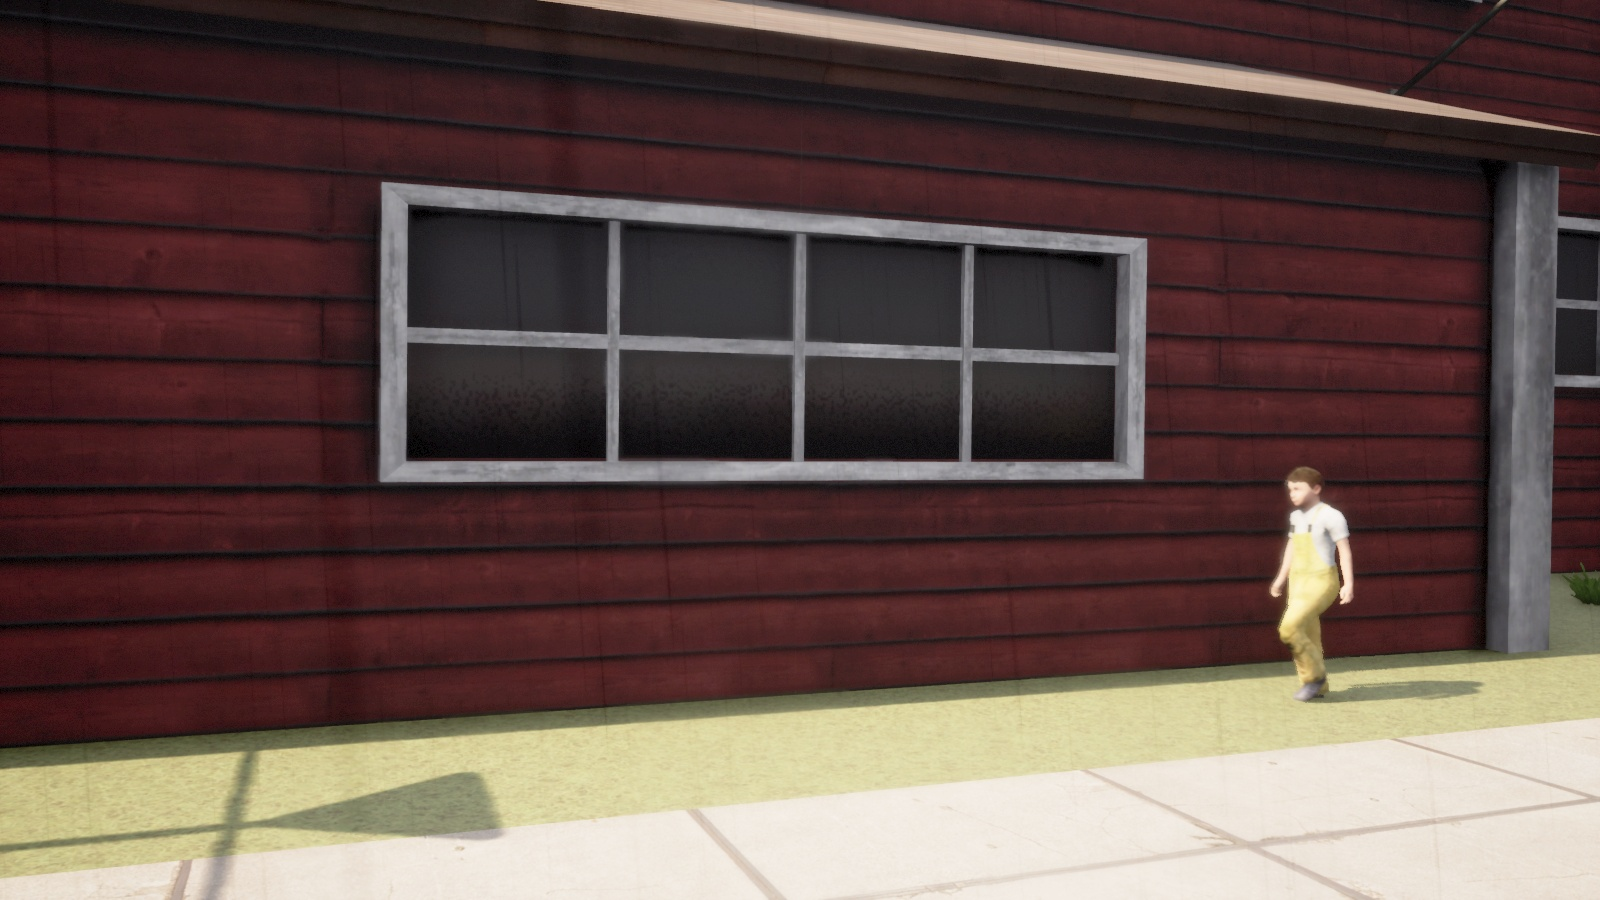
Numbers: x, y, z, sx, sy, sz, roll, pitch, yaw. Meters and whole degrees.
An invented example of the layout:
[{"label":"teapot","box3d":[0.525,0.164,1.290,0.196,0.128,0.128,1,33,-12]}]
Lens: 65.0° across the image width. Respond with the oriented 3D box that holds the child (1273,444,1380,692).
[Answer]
[{"label":"child","box3d":[2.771,0.603,6.616,0.437,1.263,0.270,-1,1,-15]}]
